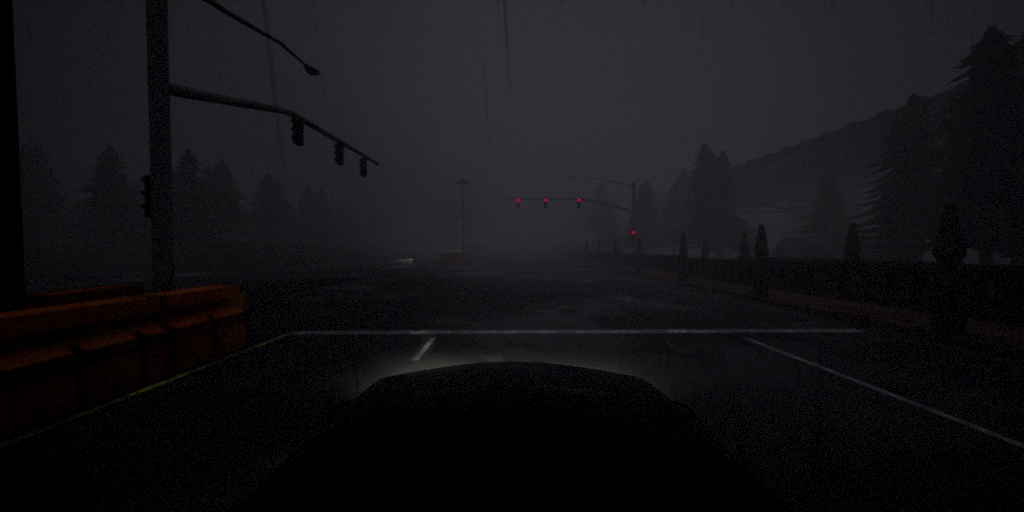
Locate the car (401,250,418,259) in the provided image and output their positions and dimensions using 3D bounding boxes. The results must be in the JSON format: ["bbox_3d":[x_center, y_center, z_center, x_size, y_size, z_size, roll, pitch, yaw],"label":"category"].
[{"bbox_3d":[-17.527,-0.191,61.602,2.128,1.511,4.902,0,2,0],"label":"car"}]
